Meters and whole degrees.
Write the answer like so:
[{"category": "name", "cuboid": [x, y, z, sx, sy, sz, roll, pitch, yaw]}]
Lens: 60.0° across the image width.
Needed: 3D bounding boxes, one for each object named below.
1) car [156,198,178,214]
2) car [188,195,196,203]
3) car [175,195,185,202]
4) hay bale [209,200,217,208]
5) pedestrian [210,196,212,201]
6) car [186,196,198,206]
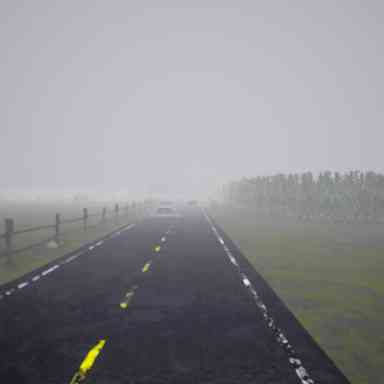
[{"category": "car", "cuboid": [-2.844, 1.662, 37.166, 2.033, 1.411, 5.357, 0, 0, 0]}, {"category": "car", "cuboid": [0.005, 1.555, 73.511, 1.882, 1.535, 5.008, 0, 0, 0]}, {"category": "car", "cuboid": [-2.746, 1.471, 78.177, 2.128, 1.511, 4.902, 0, 0, 0]}, {"category": "hay bale", "cuboid": [3.129, 1.810, 49.411, 1.220, 1.180, 1.240, 0, 0, 0]}, {"category": "pedestrian", "cuboid": [2.828, 1.463, 50.511, 0.375, 1.860, 0.375, 0, 0, -3]}, {"category": "car", "cuboid": [0.002, 1.673, 57.261, 2.128, 1.511, 4.902, 0, 0, 0]}]
